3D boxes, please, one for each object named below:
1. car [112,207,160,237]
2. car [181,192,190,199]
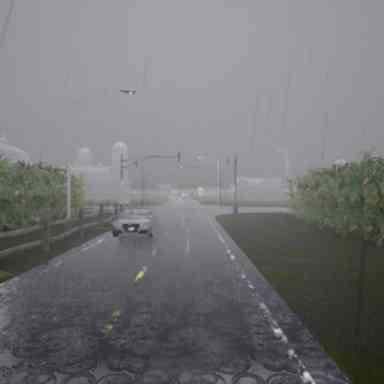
[{"bbox_3d":[-2.820,1.514,17.433,1.994,1.385,4.181,0,0,0],"label":"car"},{"bbox_3d":[-1.586,1.338,94.093,1.812,1.442,4.674,0,0,-3],"label":"car"}]
